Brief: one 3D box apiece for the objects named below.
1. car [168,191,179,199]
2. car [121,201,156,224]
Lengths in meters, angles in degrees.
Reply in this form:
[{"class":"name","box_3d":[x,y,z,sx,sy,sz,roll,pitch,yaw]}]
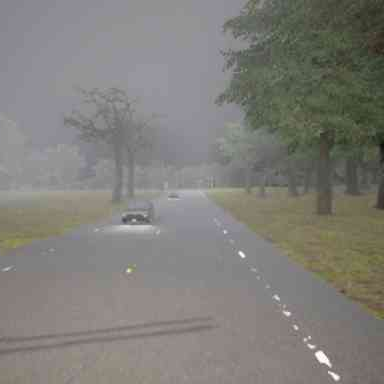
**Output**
[{"class":"car","box_3d":[-3.515,0.573,63.898,2.033,1.411,5.357,0,2,0]},{"class":"car","box_3d":[-3.600,1.352,23.427,2.033,1.411,5.357,0,1,0]}]
